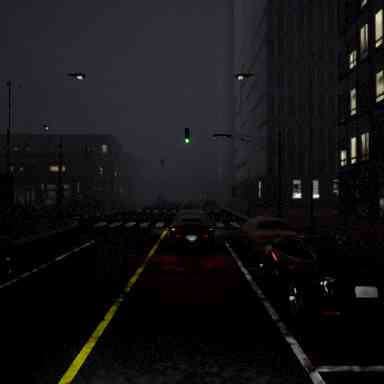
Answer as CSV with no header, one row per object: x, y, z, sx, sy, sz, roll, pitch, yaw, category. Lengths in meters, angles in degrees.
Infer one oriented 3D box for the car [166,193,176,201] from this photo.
-5.675,1.348,89.507,2.192,1.841,5.009,1,0,0,car

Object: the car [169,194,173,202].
-5.679,1.607,72.904,1.802,1.307,4.206,1,0,0,car

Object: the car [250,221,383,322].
2.668,1.566,7.160,1.947,1.339,4.313,1,0,0,car

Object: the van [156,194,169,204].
-5.676,1.362,61.835,1.690,1.788,3.998,1,0,0,van

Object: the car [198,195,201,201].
2.702,1.553,78.597,1.752,1.417,4.829,1,0,0,car

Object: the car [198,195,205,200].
2.701,1.580,95.031,1.887,1.381,4.507,1,0,0,car

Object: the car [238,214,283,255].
2.839,1.527,12.974,1.752,1.417,4.829,1,0,0,car

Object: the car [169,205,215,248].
0.000,1.536,14.652,1.812,1.442,4.674,0,0,0,car

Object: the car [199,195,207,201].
2.702,1.556,84.131,1.752,1.417,4.829,1,0,0,car

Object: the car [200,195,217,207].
2.703,1.456,50.752,1.967,1.590,4.097,1,0,0,car

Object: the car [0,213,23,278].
-5.677,1.440,7.215,1.967,1.590,4.097,1,0,0,car

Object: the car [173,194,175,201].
-5.679,1.594,78.438,1.947,1.339,4.313,1,0,0,car

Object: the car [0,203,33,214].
-19.418,1.811,35.880,4.313,1.339,1.947,-1,0,1,car
